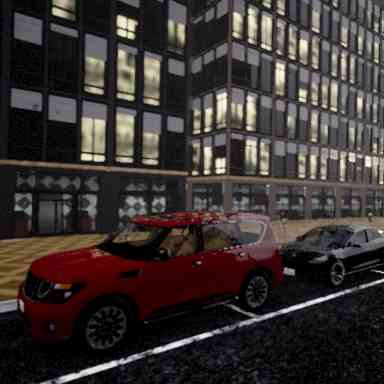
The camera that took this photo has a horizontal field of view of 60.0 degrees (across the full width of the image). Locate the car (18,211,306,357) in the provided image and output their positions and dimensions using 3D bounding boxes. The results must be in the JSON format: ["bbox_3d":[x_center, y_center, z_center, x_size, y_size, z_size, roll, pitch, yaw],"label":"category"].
[{"bbox_3d":[-0.397,1.334,6.259,5.009,1.841,2.192,0,1,-35],"label":"car"}]

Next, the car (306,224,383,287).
[{"bbox_3d":[4.204,1.618,9.548,4.313,1.339,1.947,0,1,-35],"label":"car"}]
